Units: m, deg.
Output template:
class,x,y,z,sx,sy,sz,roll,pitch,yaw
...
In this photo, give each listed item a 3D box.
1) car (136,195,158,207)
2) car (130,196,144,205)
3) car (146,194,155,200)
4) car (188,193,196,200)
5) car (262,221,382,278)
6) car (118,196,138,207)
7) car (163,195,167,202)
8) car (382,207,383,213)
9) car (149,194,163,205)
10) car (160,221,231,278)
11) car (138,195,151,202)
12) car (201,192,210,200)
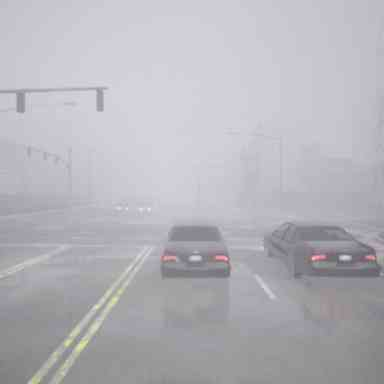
class,x,y,z,sx,sy,sz,roll,pitch,yaw
car,-7.114,1.688,52.908,1.994,1.385,4.181,0,0,0
car,-10.556,1.552,63.645,1.837,1.490,4.892,0,0,0
car,-10.546,1.320,84.741,1.994,1.385,4.181,0,1,0
car,-0.046,1.108,85.616,2.097,1.767,4.553,0,1,0
car,3.585,1.595,10.275,2.033,1.411,5.357,0,0,0
car,-10.616,1.666,54.111,2.033,1.411,5.357,0,0,0
car,-7.038,1.464,71.437,1.837,1.490,4.892,0,1,0
car,21.408,1.367,32.008,5.566,2.045,2.150,0,0,-2
car,-7.076,1.414,61.585,2.097,1.767,4.553,0,0,0
car,0.085,1.595,10.216,2.033,1.411,5.357,0,0,0
car,-10.540,1.473,73.918,2.033,1.411,5.357,0,1,0
car,3.454,0.980,85.477,2.150,2.045,5.566,0,1,0
